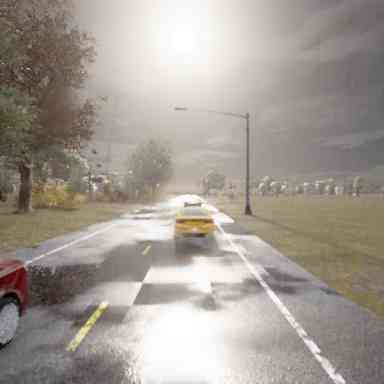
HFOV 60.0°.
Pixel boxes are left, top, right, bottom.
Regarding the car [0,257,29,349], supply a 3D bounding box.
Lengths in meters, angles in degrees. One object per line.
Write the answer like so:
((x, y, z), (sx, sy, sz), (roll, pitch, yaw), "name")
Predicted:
((-3.600, 1.478, 3.386), (1.882, 1.535, 5.008), (0, 0, 0), "car")

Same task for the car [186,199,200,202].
((0.106, 1.500, 35.395), (2.128, 1.511, 4.902), (0, 0, 0), "car")

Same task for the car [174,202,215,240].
((0.115, 1.480, 16.979), (1.882, 1.535, 5.008), (0, 0, 0), "car")
